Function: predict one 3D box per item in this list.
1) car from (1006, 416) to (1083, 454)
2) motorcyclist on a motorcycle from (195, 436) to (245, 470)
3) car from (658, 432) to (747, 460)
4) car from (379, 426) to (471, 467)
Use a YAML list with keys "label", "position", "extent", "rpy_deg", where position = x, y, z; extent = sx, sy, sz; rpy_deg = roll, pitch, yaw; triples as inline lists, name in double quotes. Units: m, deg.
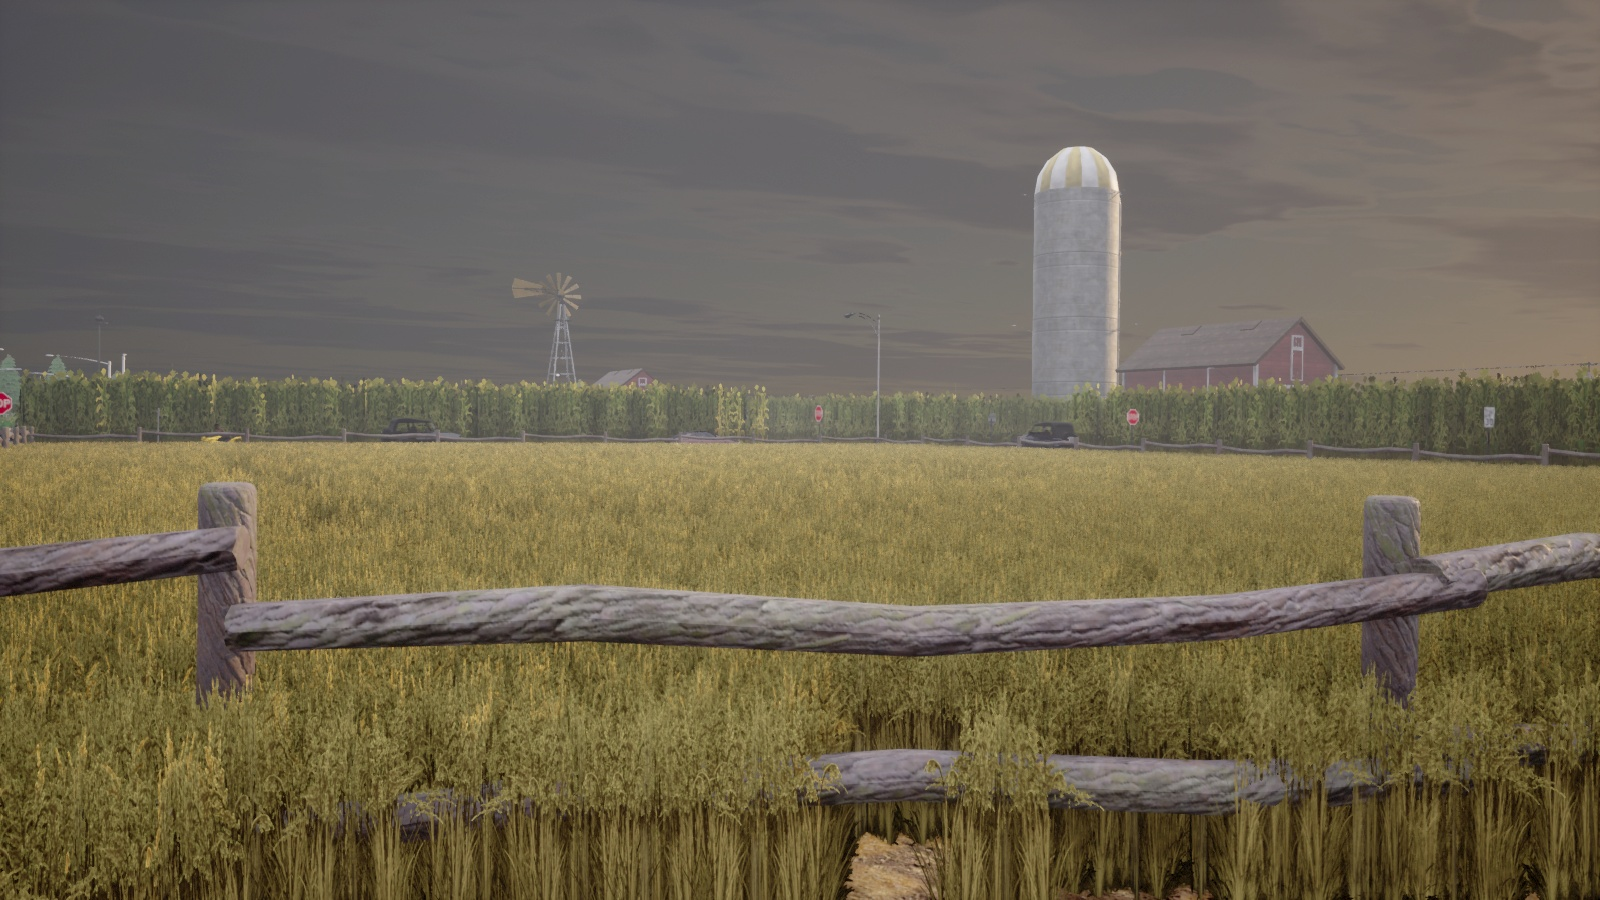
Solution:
- label: "car"
  position: [12.620, -0.803, 64.922]
  extent: [1.905, 1.878, 3.866]
  rpy_deg: [-1, 2, -27]
- label: "motorcyclist on a motorcycle"
  position: [-26.984, 0.122, 58.385]
  extent: [2.044, 1.523, 0.797]
  rpy_deg: [-1, 1, -28]
- label: "car"
  position: [-5.139, -0.231, 66.330]
  extent: [4.181, 1.385, 1.994]
  rpy_deg: [-2, 1, -27]
- label: "car"
  position: [-17.816, -0.190, 59.686]
  extent: [3.866, 1.878, 1.905]
  rpy_deg: [-1, 1, -28]
